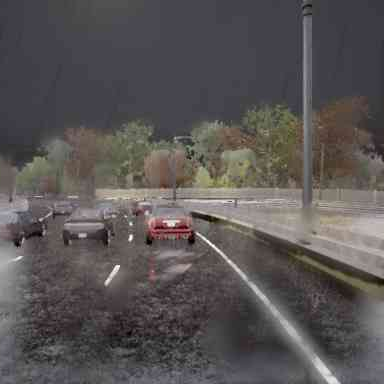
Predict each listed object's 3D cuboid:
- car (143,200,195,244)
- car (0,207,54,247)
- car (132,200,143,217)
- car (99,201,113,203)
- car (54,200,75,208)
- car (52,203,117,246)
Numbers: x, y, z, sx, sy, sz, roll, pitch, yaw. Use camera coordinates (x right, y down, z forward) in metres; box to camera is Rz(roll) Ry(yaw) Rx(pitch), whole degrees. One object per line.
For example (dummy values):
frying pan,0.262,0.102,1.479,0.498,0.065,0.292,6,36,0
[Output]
car,-1.163,1.364,15.900,2.097,1.767,4.553,0,0,-8
car,-8.095,1.561,14.931,2.033,1.411,5.357,0,0,-8
car,-4.619,1.531,31.790,1.812,1.442,4.674,0,0,-16
car,-7.977,1.561,30.804,2.033,1.411,5.357,0,0,-16
car,-11.335,1.493,29.819,2.128,1.511,4.902,0,0,-16
car,-4.631,1.493,15.430,2.128,1.511,4.902,0,0,-8
